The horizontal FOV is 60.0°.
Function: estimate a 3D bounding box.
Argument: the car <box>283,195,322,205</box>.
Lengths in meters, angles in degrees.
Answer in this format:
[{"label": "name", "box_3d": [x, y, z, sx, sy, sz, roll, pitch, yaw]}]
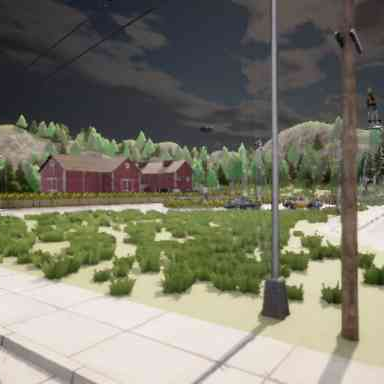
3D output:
[{"label": "car", "box_3d": [13.939, 1.356, 42.135, 4.605, 1.855, 1.932, 0, 0, 35]}]

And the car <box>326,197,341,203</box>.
[{"label": "car", "box_3d": [26.659, 1.567, 60.670, 3.905, 1.438, 1.784, 0, 0, 35]}]

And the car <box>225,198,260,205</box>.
[{"label": "car", "box_3d": [6.341, 1.572, 41.120, 4.892, 1.490, 1.837, 0, 3, -29]}]

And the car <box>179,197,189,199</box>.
[{"label": "car", "box_3d": [-1.220, 1.607, 59.605, 1.882, 1.535, 5.008, 0, 0, 35]}]
